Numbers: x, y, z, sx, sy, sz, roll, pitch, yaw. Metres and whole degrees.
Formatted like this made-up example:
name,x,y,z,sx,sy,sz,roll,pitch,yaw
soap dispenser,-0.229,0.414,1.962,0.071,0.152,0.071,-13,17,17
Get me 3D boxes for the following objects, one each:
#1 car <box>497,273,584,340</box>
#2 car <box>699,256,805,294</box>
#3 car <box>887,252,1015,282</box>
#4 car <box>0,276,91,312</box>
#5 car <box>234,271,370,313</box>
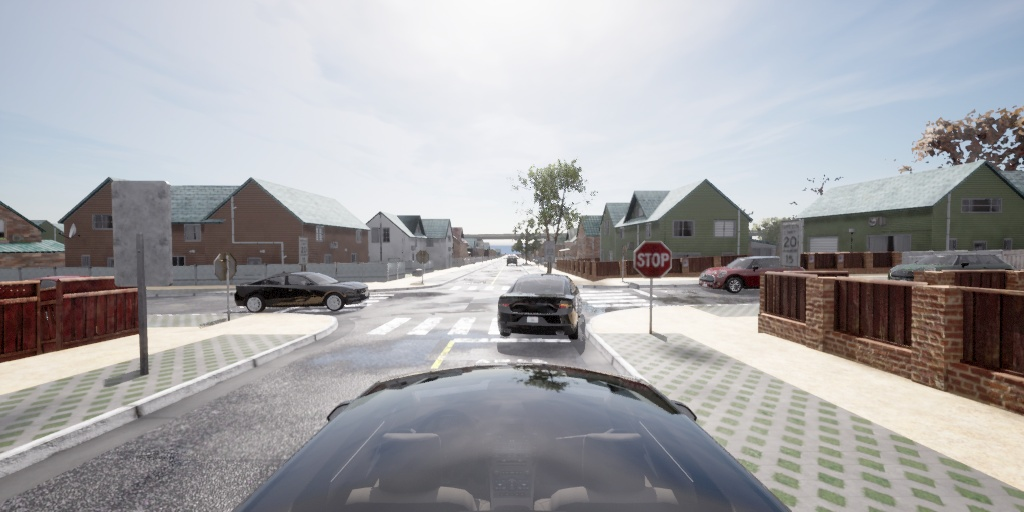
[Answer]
name,x,y,z,sx,sy,sz,roll,pitch,yaw
car,0.958,1.224,10.158,1.882,1.535,5.008,0,0,12
car,11.807,0.820,17.767,4.553,1.767,2.097,-1,2,0
car,21.702,0.646,17.838,4.553,1.767,2.097,-1,2,0
car,-18.021,1.546,14.623,5.008,1.535,1.882,-1,2,0
car,-8.468,1.376,14.685,5.008,1.535,1.882,-1,2,0
